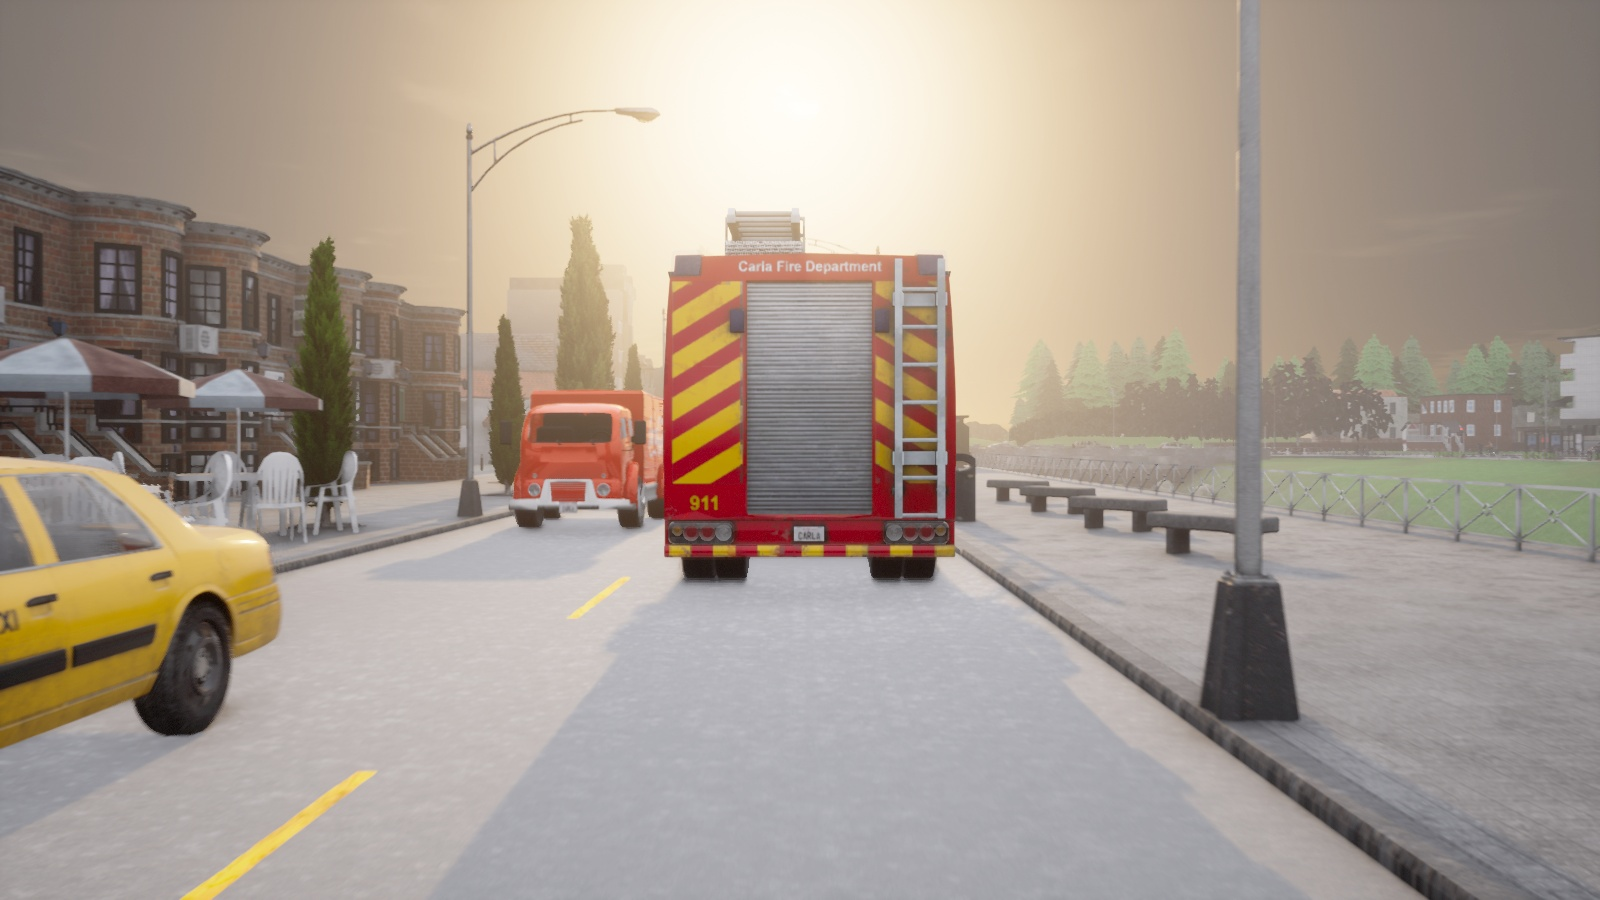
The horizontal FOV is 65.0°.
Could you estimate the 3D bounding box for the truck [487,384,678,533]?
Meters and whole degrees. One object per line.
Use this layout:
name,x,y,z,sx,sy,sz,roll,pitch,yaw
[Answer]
truck,-3.854,0.125,23.374,2.627,2.467,5.204,0,0,0

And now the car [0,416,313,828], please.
car,-3.955,0.653,5.156,1.801,1.575,5.366,0,0,0

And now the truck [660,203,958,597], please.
truck,0.107,-0.511,16.429,2.891,3.827,8.468,0,0,0
